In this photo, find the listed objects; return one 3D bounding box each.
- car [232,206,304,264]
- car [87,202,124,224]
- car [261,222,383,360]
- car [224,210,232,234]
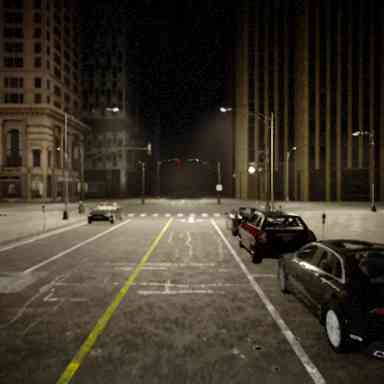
[{"bbox_3d":[2.734,1.343,11.487,1.967,1.590,4.097,0,0,0],"label":"car"},{"bbox_3d":[-5.820,1.364,22.746,2.008,1.369,4.403,0,0,0],"label":"car"},{"bbox_3d":[2.749,1.501,5.846,2.008,1.369,4.403,0,0,0],"label":"car"},{"bbox_3d":[2.720,1.407,17.128,2.008,1.369,4.403,0,0,0],"label":"car"}]
